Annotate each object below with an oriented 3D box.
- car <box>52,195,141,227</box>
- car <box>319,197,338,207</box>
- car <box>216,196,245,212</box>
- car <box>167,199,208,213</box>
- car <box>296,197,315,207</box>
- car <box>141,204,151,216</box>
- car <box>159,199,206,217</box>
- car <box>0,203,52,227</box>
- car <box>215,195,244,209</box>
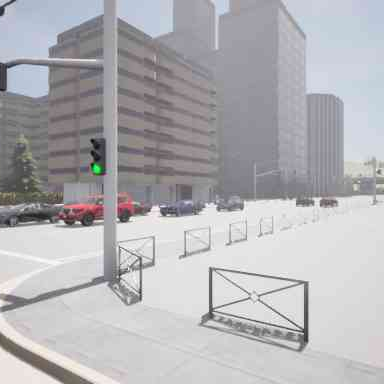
[{"bbox_3d":[-6.550,1.221,23.524,2.150,2.045,5.566,0,0,35],"label":"car"},{"bbox_3d":[20.874,1.478,50.652,1.882,1.535,5.008,0,0,35],"label":"car"},{"bbox_3d":[4.679,1.526,39.790,1.812,1.442,4.674,0,0,35],"label":"car"},{"bbox_3d":[-0.407,1.547,38.601,2.033,1.411,5.357,0,0,35],"label":"car"},{"bbox_3d":[17.950,1.478,52.546,1.882,1.535,5.008,0,0,35],"label":"car"},{"bbox_3d":[-5.953,1.601,30.557,1.895,1.301,4.718,0,0,35],"label":"car"},{"bbox_3d":[-1.006,1.601,31.569,1.895,1.301,4.718,0,0,35],"label":"car"},{"bbox_3d":[-11.213,1.492,22.925,2.128,1.511,4.902,0,0,35],"label":"car"},{"bbox_3d":[5.385,1.352,46.938,2.097,1.767,4.553,0,0,35],"label":"car"}]
